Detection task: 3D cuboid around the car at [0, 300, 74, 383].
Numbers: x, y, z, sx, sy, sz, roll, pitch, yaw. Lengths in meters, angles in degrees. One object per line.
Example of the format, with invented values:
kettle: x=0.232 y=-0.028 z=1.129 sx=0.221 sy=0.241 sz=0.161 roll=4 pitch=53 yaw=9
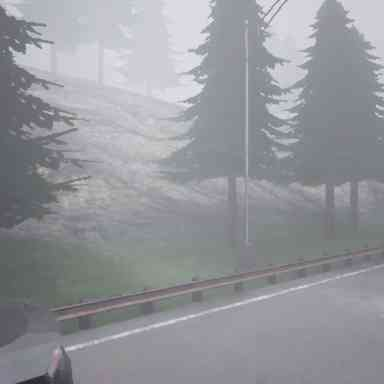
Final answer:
car: x=-3.187 y=1.491 z=1.722 sx=4.902 sy=1.511 sz=2.128 roll=0 pitch=0 yaw=-35
